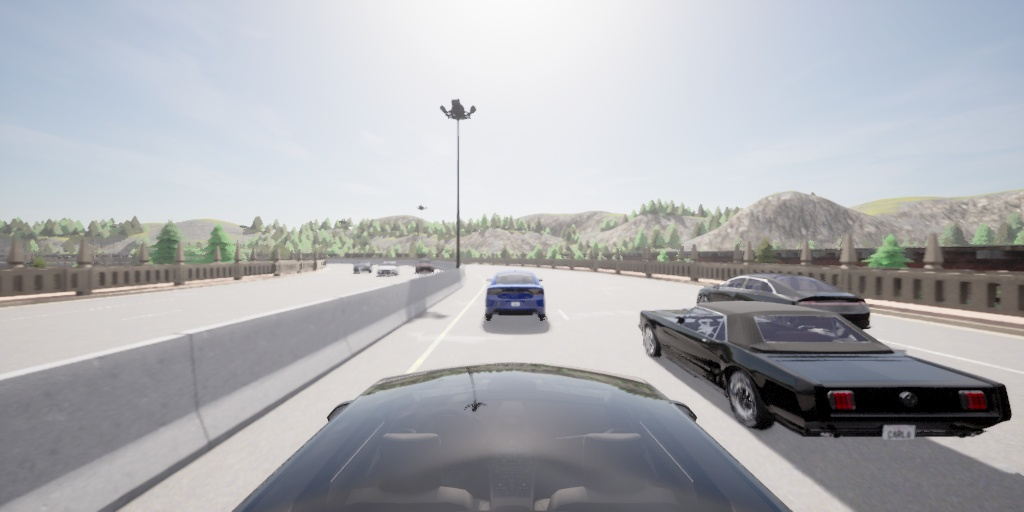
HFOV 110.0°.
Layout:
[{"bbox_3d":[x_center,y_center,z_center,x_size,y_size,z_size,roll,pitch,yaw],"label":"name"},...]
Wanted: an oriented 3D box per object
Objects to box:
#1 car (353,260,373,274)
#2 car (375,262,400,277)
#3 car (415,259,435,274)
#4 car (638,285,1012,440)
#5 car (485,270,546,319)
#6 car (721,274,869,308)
[{"bbox_3d":[-17.462,1.265,42.198,2.128,1.511,4.902,0,0,-16],"label":"car"},{"bbox_3d":[-12.497,1.296,36.474,1.812,1.442,4.674,0,0,-12],"label":"car"},{"bbox_3d":[-10.274,1.124,42.328,2.097,1.767,4.553,0,0,-15],"label":"car"},{"bbox_3d":[3.600,1.353,5.551,1.895,1.301,4.718,0,0,0],"label":"car"},{"bbox_3d":[0.101,1.234,12.784,1.882,1.535,5.008,0,0,0],"label":"car"},{"bbox_3d":[7.101,1.247,10.094,2.128,1.511,4.902,0,0,0],"label":"car"}]
